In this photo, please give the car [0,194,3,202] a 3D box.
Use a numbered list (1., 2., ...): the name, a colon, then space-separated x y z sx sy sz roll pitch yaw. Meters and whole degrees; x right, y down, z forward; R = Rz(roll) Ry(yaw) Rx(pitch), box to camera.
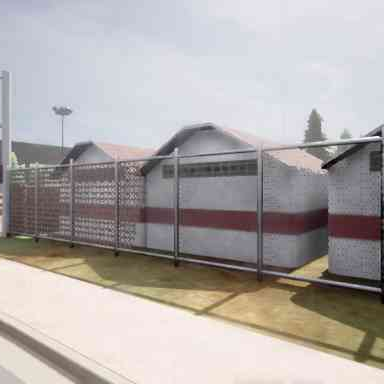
1. car: -22.535 1.222 39.964 2.150 2.045 5.566 0 0 37
